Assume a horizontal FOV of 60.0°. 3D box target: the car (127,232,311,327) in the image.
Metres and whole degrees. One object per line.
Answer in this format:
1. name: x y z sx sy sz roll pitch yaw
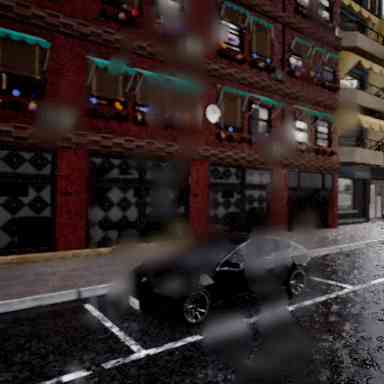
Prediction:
1. car: 0.771 1.580 7.098 4.313 1.339 1.947 0 1 -36
